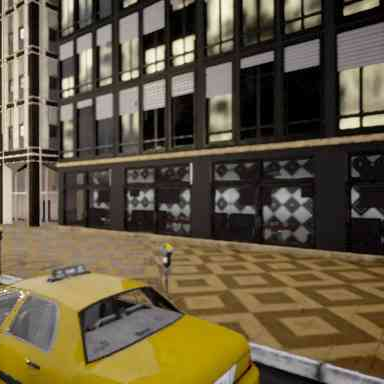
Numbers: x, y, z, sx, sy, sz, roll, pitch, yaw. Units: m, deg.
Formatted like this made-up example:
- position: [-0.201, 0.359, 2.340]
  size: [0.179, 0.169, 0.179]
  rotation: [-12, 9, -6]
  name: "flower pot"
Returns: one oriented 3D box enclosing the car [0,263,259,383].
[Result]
- position: [-1.649, 1.560, 4.046]
  size: [4.829, 1.417, 1.752]
  rotation: [-1, 0, 36]
  name: "car"
